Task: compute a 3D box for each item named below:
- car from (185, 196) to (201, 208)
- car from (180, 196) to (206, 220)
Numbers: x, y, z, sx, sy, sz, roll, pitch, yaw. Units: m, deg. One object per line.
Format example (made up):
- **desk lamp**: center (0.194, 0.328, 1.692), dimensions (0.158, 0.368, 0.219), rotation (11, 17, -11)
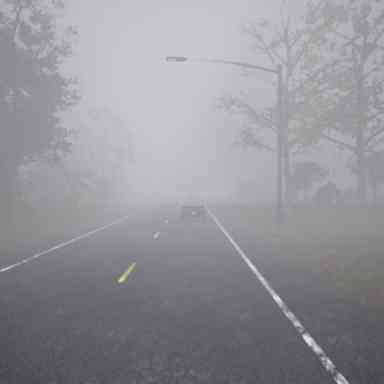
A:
- **car**: center (0.105, 1.226, 42.050), dimensions (1.994, 1.385, 4.181), rotation (0, 1, 0)
- **car**: center (0.102, 1.279, 25.793), dimensions (1.882, 1.535, 5.008), rotation (0, 1, 0)
